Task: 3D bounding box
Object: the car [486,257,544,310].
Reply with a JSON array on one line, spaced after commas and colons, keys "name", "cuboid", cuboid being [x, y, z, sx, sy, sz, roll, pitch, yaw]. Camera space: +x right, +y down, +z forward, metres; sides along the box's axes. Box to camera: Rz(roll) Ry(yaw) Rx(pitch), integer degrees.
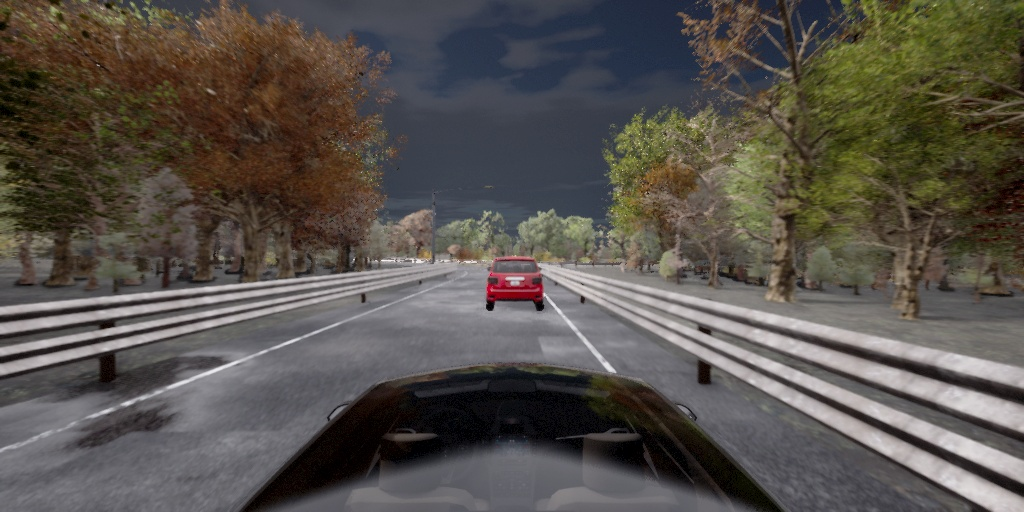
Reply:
[{"name": "car", "cuboid": [0.109, 1.046, 15.348, 2.150, 2.045, 5.566, 0, 0, 0]}]
